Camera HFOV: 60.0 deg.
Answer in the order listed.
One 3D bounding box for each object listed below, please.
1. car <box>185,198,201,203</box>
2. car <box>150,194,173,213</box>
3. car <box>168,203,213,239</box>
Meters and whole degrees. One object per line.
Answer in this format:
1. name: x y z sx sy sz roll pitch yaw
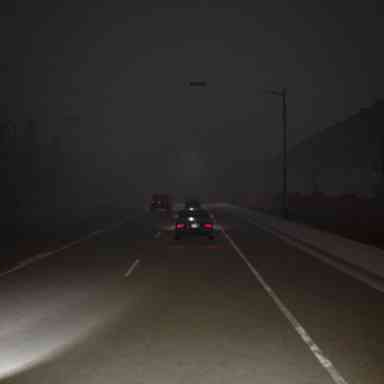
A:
1. car: 0.097 1.435 41.389 1.882 1.535 5.008 0 0 0
2. car: -3.402 1.186 37.245 2.150 2.045 5.566 0 0 0
3. car: 0.099 1.530 17.078 2.033 1.411 5.357 0 0 0
